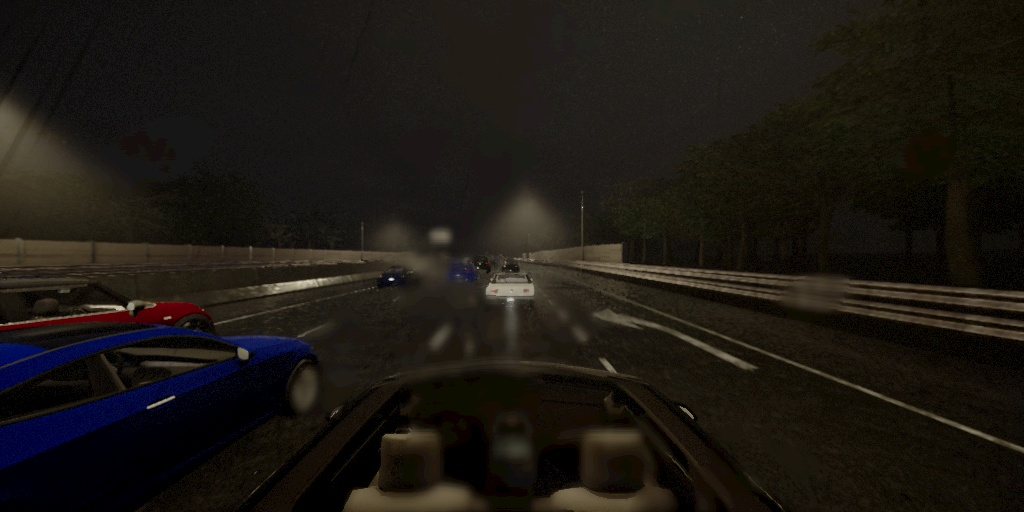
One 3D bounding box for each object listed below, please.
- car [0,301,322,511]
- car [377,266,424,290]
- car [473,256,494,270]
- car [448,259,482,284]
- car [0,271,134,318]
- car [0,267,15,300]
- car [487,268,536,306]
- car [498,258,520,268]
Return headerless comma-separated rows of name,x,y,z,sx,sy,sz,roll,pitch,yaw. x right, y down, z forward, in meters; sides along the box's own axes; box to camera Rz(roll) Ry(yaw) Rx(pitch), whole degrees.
car,-3.500,1.277,2.963,1.812,1.442,4.674,0,0,0
car,-7.050,1.331,22.959,1.994,1.385,4.181,0,0,0
car,-3.688,0.993,43.792,2.150,2.045,5.566,0,0,-1
car,-3.570,1.246,26.959,1.882,1.535,5.008,0,0,0
car,-7.001,1.106,5.308,2.097,1.767,4.553,0,0,0
car,-24.615,1.268,14.644,1.837,1.490,4.892,0,0,0
car,-0.021,1.362,15.756,1.895,1.301,4.718,0,0,0
car,-0.149,1.263,38.925,2.128,1.511,4.902,0,0,0
